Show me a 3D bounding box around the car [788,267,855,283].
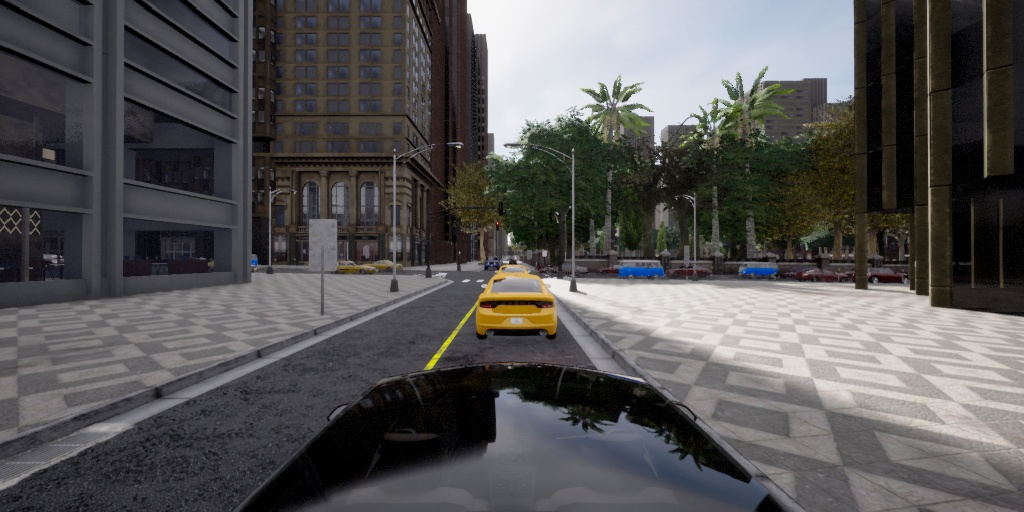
[{"bbox_3d":[28.513,1.830,33.061,4.207,1.307,1.802,0,0,0],"label":"car"}]

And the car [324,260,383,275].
[{"bbox_3d":[-14.974,1.053,33.333,4.829,1.417,1.751,0,0,0],"label":"car"}]

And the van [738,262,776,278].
[{"bbox_3d":[28.555,1.638,41.587,3.998,1.789,1.690,0,0,0],"label":"van"}]

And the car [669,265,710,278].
[{"bbox_3d":[19.001,1.650,38.985,4.674,1.442,1.812,1,0,0],"label":"car"}]

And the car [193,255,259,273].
[{"bbox_3d":[-26.315,0.868,33.404,4.829,1.417,1.751,0,0,0],"label":"car"}]

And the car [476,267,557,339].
[{"bbox_3d":[0.112,1.230,10.116,1.882,1.535,5.008,0,0,0],"label":"car"}]

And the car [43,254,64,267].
[{"bbox_3d":[-43.496,0.508,33.511,4.097,1.591,1.967,0,0,0],"label":"car"}]

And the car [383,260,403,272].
[{"bbox_3d":[-15.271,1.102,41.860,4.829,1.417,1.751,0,0,0],"label":"car"}]

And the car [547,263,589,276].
[{"bbox_3d":[5.711,1.455,39.601,5.357,1.411,2.033,1,0,8],"label":"car"}]

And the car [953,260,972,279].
[{"bbox_3d":[46.821,1.461,38.717,5.566,2.045,2.150,1,0,0],"label":"car"}]

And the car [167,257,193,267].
[{"bbox_3d":[-37.780,0.774,42.001,4.313,1.339,1.948,0,0,0],"label":"car"}]

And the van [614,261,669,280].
[{"bbox_3d":[11.943,1.315,33.165,3.998,1.789,1.690,0,0,0],"label":"van"}]

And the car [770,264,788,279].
[{"bbox_3d":[31.660,1.881,38.900,5.357,1.411,2.033,1,0,0],"label":"car"}]

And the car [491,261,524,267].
[{"bbox_3d":[0.043,1.235,20.177,1.882,1.535,5.008,0,0,0],"label":"car"}]

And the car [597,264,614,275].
[{"bbox_3d":[11.985,1.606,41.690,4.207,1.307,1.802,0,0,0],"label":"car"}]

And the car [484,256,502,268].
[{"bbox_3d":[-2.974,1.036,54.571,2.150,2.045,5.566,0,0,0],"label":"car"}]

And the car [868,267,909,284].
[{"bbox_3d":[34.037,1.779,33.027,4.097,1.591,1.967,0,0,0],"label":"car"}]
